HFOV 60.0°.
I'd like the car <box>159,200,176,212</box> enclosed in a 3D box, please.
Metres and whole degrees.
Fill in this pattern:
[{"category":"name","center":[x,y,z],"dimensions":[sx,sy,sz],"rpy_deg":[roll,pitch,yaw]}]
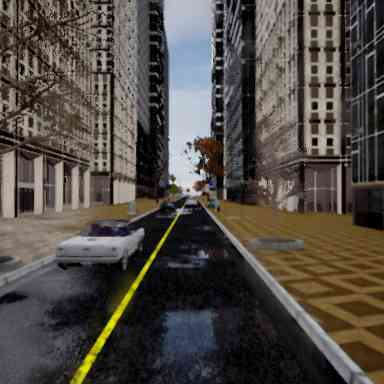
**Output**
[{"category":"car","center":[-2.860,1.659,40.216],"dimensions":[2.033,1.411,5.357],"rpy_deg":[0,0,0]}]

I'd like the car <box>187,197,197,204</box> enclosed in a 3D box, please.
[{"category":"car","center":[-0.026,1.687,69.505],"dimensions":[1.895,1.301,4.718],"rpy_deg":[0,0,0]}]

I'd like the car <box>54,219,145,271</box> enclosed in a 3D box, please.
[{"category":"car","center":[-2.827,1.633,11.160],"dimensions":[1.895,1.301,4.718],"rpy_deg":[0,0,0]}]

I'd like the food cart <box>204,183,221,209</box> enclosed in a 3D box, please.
[{"category":"food cart","center":[2.971,0.603,49.360],"dimensions":[2.280,3.560,4.660],"rpy_deg":[-1,-1,0]}]

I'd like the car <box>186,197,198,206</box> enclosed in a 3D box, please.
[{"category":"car","center":[-0.022,1.682,56.409],"dimensions":[1.812,1.442,4.674],"rpy_deg":[0,0,0]}]
